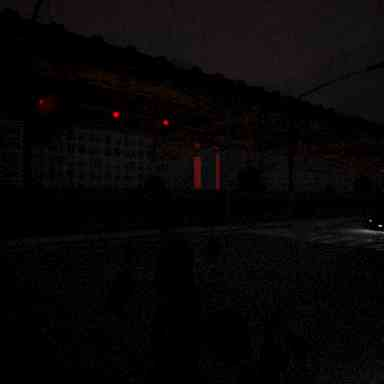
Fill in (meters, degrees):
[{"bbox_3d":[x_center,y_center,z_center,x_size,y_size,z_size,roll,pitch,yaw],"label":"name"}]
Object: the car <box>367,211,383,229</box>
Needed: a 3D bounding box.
[{"bbox_3d":[14.112,1.787,22.644,5.357,1.411,2.033,1,0,-35],"label":"car"}]
